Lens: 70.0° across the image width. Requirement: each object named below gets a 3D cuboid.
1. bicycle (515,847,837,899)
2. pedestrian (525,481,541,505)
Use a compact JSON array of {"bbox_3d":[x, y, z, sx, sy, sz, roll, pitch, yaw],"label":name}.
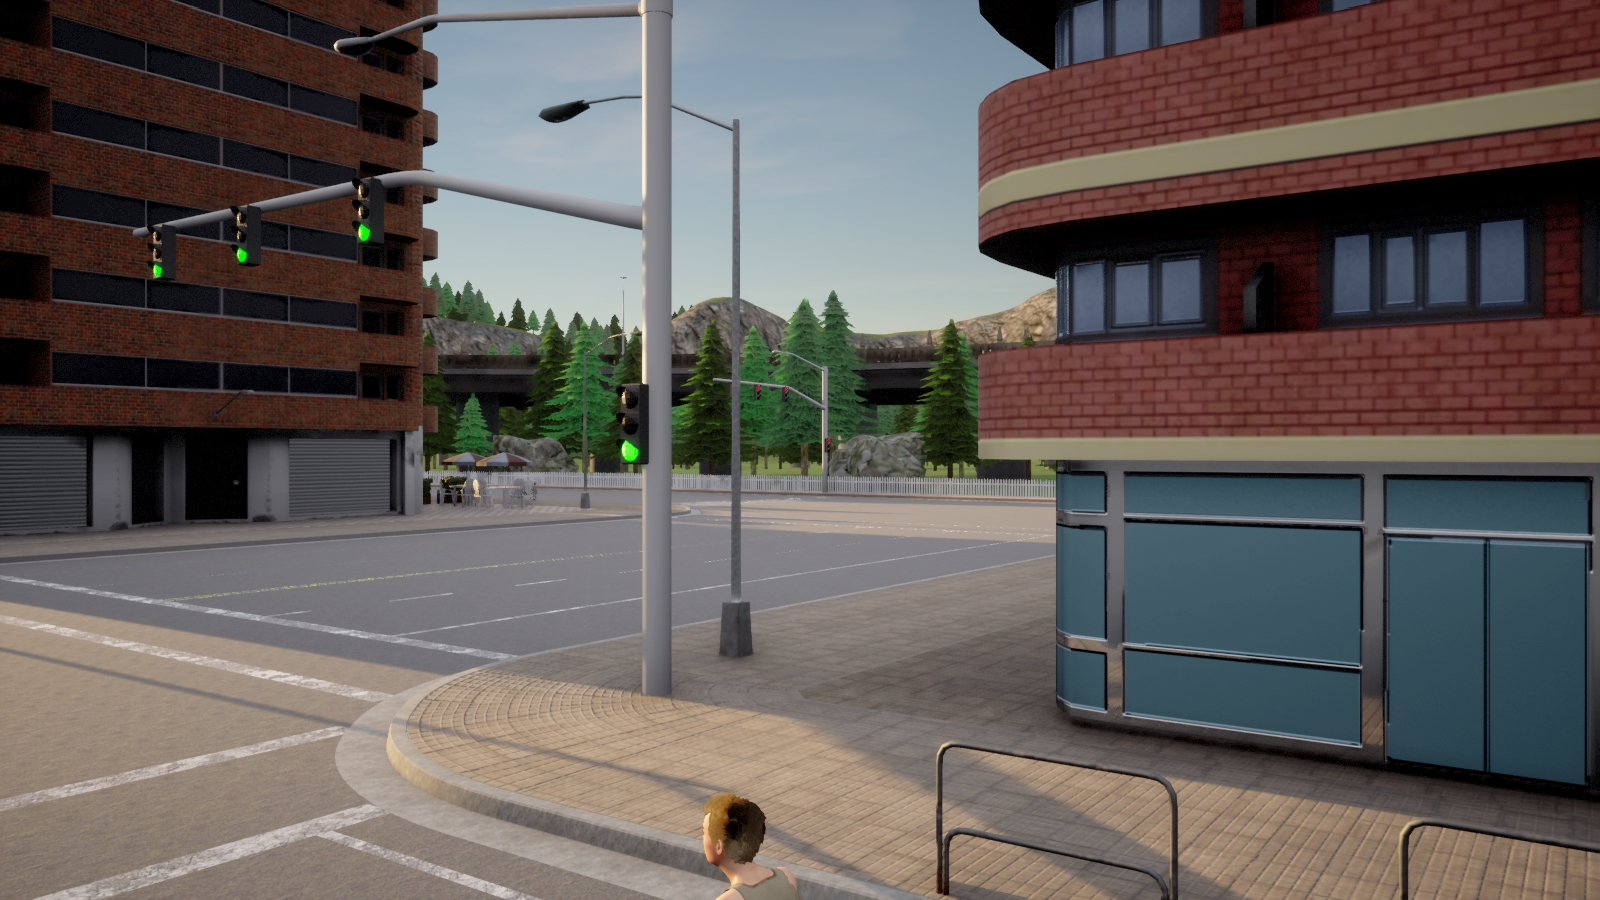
[{"bbox_3d":[-0.301,2.233,4.022,1.487,1.126,0.859,0,0,35],"label":"bicycle"},{"bbox_3d":[-12.601,2.019,53.921,0.500,1.100,0.500,0,0,33],"label":"pedestrian"}]
